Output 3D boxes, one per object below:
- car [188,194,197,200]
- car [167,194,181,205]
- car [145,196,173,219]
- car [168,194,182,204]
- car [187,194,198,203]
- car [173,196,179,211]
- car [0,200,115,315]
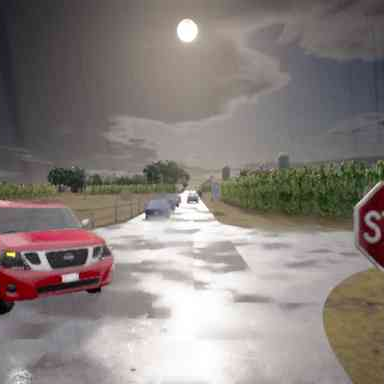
[{"bbox_3d":[0.098,1.022,70.339,1.895,1.301,4.718,0,1,0],"label":"car"},{"bbox_3d":[-2.819,1.064,46.092,2.097,1.767,4.553,0,1,0],"label":"car"},{"bbox_3d":[-2.793,1.345,27.795,1.882,1.535,5.008,0,0,-2],"label":"car"},{"bbox_3d":[-2.774,1.093,56.361,2.128,1.511,4.902,0,1,1],"label":"car"},{"bbox_3d":[0.119,1.118,57.188,1.812,1.442,4.674,0,1,0],"label":"car"},{"bbox_3d":[-2.834,1.394,37.107,1.895,1.301,4.718,0,0,0],"label":"car"},{"bbox_3d":[-3.990,1.226,8.119,2.150,2.045,5.566,1,-1,-41],"label":"car"}]
